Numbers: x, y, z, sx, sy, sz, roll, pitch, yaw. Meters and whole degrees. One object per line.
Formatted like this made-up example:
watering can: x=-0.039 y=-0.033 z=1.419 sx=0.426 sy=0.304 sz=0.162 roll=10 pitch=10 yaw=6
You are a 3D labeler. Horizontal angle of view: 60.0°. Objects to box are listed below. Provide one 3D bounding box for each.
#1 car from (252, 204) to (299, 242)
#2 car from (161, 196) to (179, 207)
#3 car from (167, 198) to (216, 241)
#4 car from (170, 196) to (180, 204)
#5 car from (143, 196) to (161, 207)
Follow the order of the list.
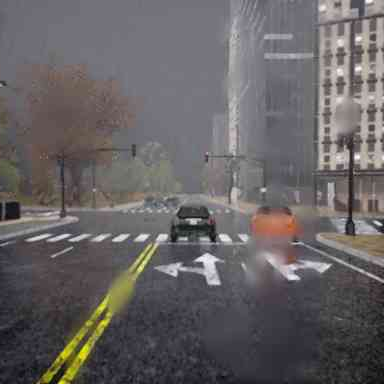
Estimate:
car: x=4.174 y=1.398 z=16.922 sx=2.097 sy=1.767 sz=4.553 roll=0 pitch=-1 yaw=12
car: x=-3.415 y=1.652 z=53.777 sx=1.812 sy=1.442 sz=4.674 roll=0 pitch=0 yaw=0
car: x=0.064 y=1.385 z=16.955 sx=2.097 sy=1.767 sz=4.553 roll=0 pitch=0 yaw=0
car: x=-3.389 y=1.675 z=68.686 sx=1.837 sy=1.490 sz=4.892 roll=0 pitch=0 yaw=0
car: x=-6.666 y=1.478 z=53.884 sx=2.097 sy=1.767 sz=4.553 roll=0 pitch=0 yaw=0
